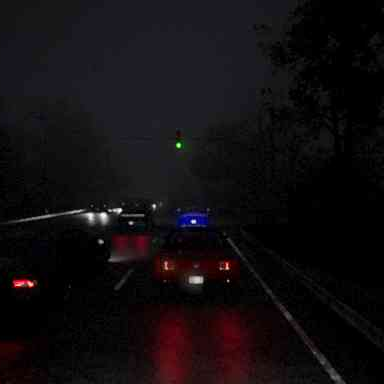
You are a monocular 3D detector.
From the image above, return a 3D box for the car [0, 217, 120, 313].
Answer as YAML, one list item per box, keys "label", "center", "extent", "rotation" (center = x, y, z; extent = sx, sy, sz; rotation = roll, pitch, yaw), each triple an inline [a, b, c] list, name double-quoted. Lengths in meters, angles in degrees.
- label: "car"
  center: [-3.405, 1.558, 7.974]
  extent: [2.033, 1.411, 5.357]
  rotation: [0, 0, 0]

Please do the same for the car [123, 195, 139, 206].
- label: "car"
  center: [-10.778, 1.431, 58.851]
  extent: [2.097, 1.767, 4.553]
  rotation: [0, 0, -1]

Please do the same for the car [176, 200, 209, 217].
- label: "car"
  center: [0.095, 1.506, 21.200]
  extent: [1.882, 1.535, 5.008]
  rotation: [0, 0, 0]

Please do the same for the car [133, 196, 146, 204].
- label: "car"
  center: [-11.056, 1.608, 70.724]
  extent: [2.128, 1.511, 4.902]
  rotation: [0, 0, -2]

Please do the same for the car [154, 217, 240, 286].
- label: "car"
  center: [0.098, 1.614, 9.389]
  extent: [1.895, 1.301, 4.718]
  rotation: [0, 0, 0]

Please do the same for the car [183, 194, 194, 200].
- label: "car"
  center: [-0.572, 1.573, 71.336]
  extent: [1.882, 1.535, 5.008]
  rotation: [0, 0, -2]

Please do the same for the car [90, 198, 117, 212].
- label: "car"
  center: [-10.626, 1.654, 39.688]
  extent: [1.895, 1.301, 4.718]
  rotation: [0, 0, 0]

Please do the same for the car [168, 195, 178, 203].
- label: "car"
  center: [-4.056, 1.623, 70.826]
  extent: [2.033, 1.411, 5.357]
  rotation: [0, 0, -2]

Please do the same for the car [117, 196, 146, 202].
- label: "car"
  center: [-7.074, 1.405, 39.454]
  extent: [2.097, 1.767, 4.553]
  rotation: [0, 0, -1]

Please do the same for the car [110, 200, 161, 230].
- label: "car"
  center: [-3.404, 1.520, 21.034]
  extent: [2.128, 1.511, 4.902]
  rotation: [0, 0, 0]

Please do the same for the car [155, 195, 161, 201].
- label: "car"
  center: [-7.288, 1.643, 59.862]
  extent: [1.994, 1.385, 4.181]
  rotation: [0, 0, 0]

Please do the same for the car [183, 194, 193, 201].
- label: "car"
  center: [-1.063, 1.371, 81.452]
  extent: [2.097, 1.767, 4.553]
  rotation: [0, 0, -3]

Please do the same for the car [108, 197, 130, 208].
- label: "car"
  center: [-10.680, 1.557, 49.011]
  extent: [2.128, 1.511, 4.902]
  rotation: [0, 0, -1]

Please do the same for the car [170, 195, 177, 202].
- label: "car"
  center: [-4.559, 1.541, 81.282]
  extent: [1.812, 1.442, 4.674]
  rotation: [0, 0, -3]

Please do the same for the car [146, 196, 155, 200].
- label: "car"
  center: [-7.178, 1.613, 48.926]
  extent: [2.033, 1.411, 5.357]
  rotation: [0, 0, 0]
